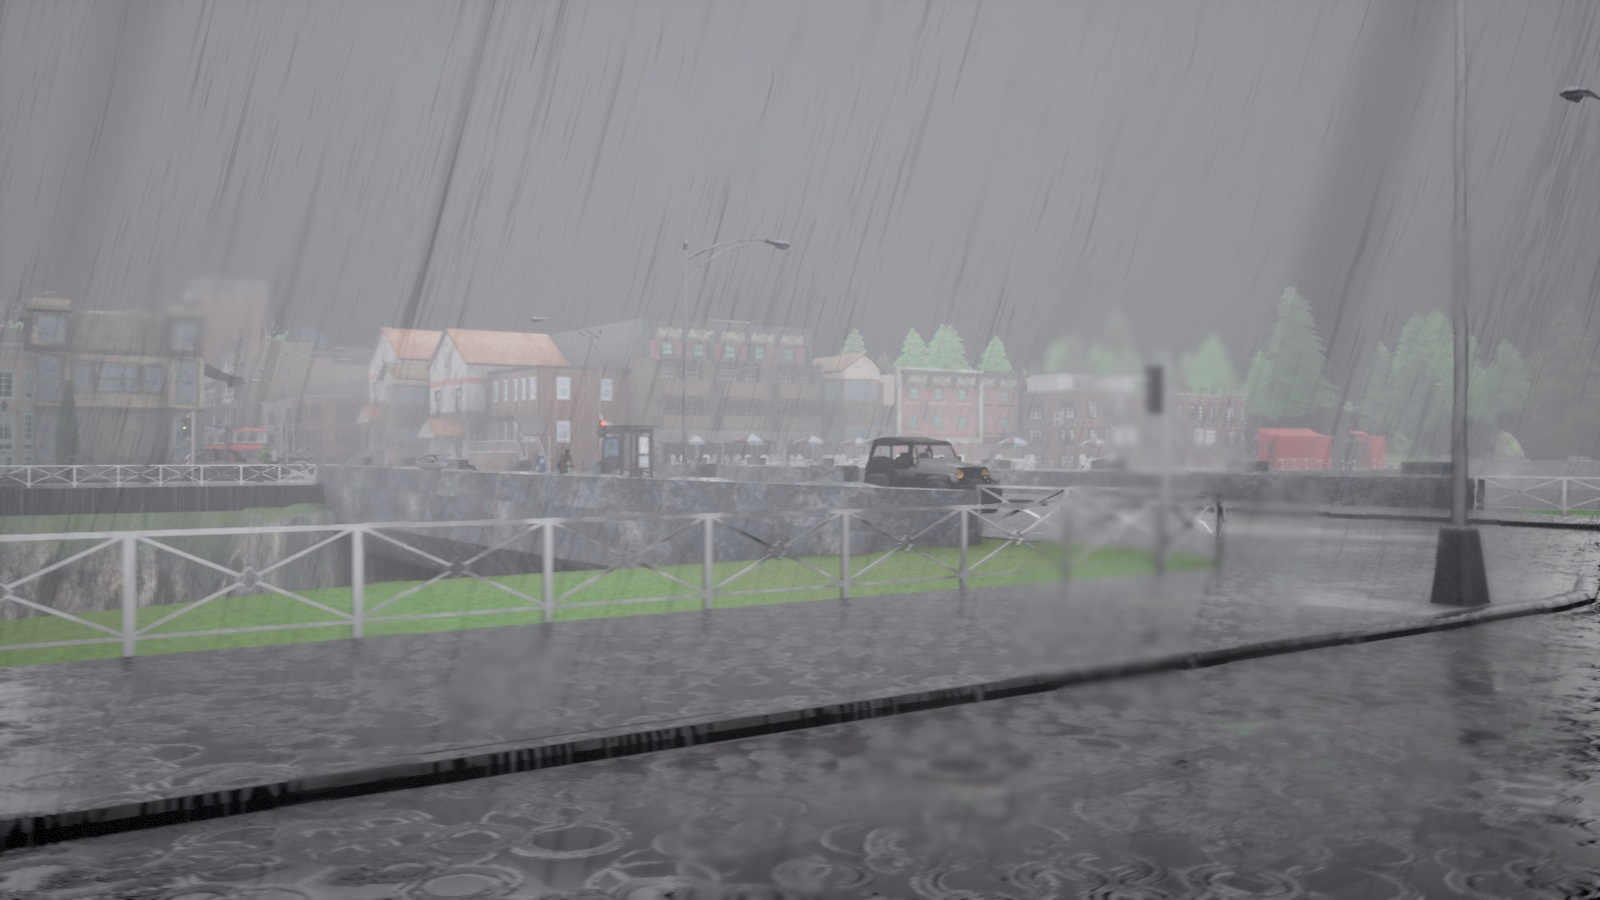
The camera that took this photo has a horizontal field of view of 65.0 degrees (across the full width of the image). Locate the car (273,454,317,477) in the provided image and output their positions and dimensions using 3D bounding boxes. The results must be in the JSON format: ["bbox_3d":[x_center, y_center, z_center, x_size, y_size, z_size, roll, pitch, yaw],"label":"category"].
[{"bbox_3d":[-33.815,0.999,84.005,1.816,1.474,4.193,0,0,-35],"label":"car"}]

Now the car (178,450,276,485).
[{"bbox_3d":[-27.507,0.828,60.306,3.988,1.617,1.851,0,0,-34],"label":"car"}]

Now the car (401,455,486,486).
[{"bbox_3d":[-16.941,0.954,59.587,4.181,1.385,1.994,0,0,44],"label":"car"}]

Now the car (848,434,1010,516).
[{"bbox_3d":[3.109,0.574,31.016,1.905,1.878,3.866,0,0,-35],"label":"car"}]
